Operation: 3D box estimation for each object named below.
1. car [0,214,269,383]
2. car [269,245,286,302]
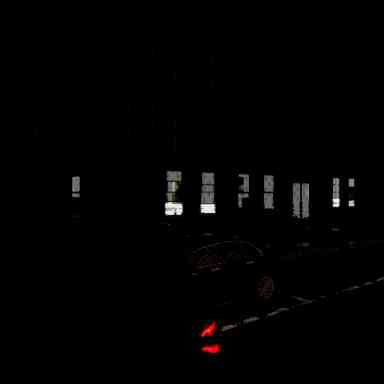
[{"bbox_3d":[-2.342,1.221,1.707,5.566,2.045,2.150,0,0,-35],"label":"car"},{"bbox_3d":[-0.002,1.551,6.558,4.403,1.369,2.008,0,0,-35],"label":"car"}]
